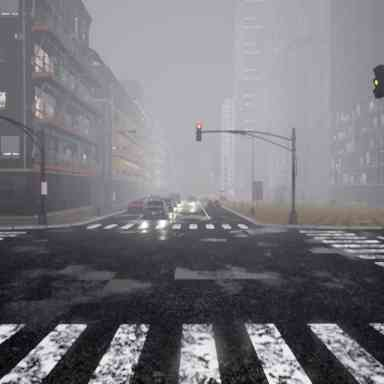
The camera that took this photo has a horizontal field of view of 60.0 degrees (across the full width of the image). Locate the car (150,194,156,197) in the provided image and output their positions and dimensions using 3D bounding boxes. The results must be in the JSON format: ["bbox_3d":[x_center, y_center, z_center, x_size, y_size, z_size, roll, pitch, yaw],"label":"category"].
[{"bbox_3d":[-5.755,1.419,40.970,1.967,1.590,4.097,-1,0,0],"label":"car"}]

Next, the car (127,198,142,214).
[{"bbox_3d":[-5.746,1.526,35.321,1.887,1.381,4.507,-1,0,0],"label":"car"}]

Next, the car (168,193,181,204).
[{"bbox_3d":[-3.116,1.197,59.280,2.150,2.045,5.566,0,0,1],"label":"car"}]

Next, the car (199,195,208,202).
[{"bbox_3d":[2.550,1.518,74.932,1.887,1.381,4.507,-1,0,0],"label":"car"}]

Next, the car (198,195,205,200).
[{"bbox_3d":[2.527,1.498,92.049,1.752,1.417,4.829,-1,0,0],"label":"car"}]

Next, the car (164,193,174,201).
[{"bbox_3d":[-5.816,1.287,86.161,2.192,1.841,5.009,-1,0,0],"label":"car"}]

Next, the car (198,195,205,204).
[{"bbox_3d":[2.565,1.525,63.633,2.008,1.369,4.403,-1,0,0],"label":"car"}]

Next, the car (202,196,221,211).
[{"bbox_3d":[2.593,1.524,41.038,1.887,1.381,4.507,-1,0,0],"label":"car"}]

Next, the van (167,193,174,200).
[{"bbox_3d":[-5.822,1.314,91.809,1.690,1.788,3.998,-1,0,0],"label":"van"}]

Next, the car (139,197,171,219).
[{"bbox_3d":[-3.136,1.489,29.294,1.837,1.490,4.892,0,0,0],"label":"car"}]

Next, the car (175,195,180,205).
[{"bbox_3d":[-3.152,1.503,48.723,1.812,1.442,4.674,0,0,0],"label":"car"}]

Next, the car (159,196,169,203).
[{"bbox_3d":[-5.790,1.556,69.215,1.802,1.307,4.206,-1,0,0],"label":"car"}]

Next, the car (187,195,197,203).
[{"bbox_3d":[0.012,1.451,69.752,1.882,1.535,5.008,0,0,0],"label":"car"}]

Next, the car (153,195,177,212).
[{"bbox_3d":[-3.146,1.458,38.840,1.882,1.535,5.008,0,0,0],"label":"car"}]

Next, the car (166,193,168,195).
[{"bbox_3d":[-5.777,1.416,57.916,1.967,1.590,4.097,-1,0,0],"label":"car"}]
